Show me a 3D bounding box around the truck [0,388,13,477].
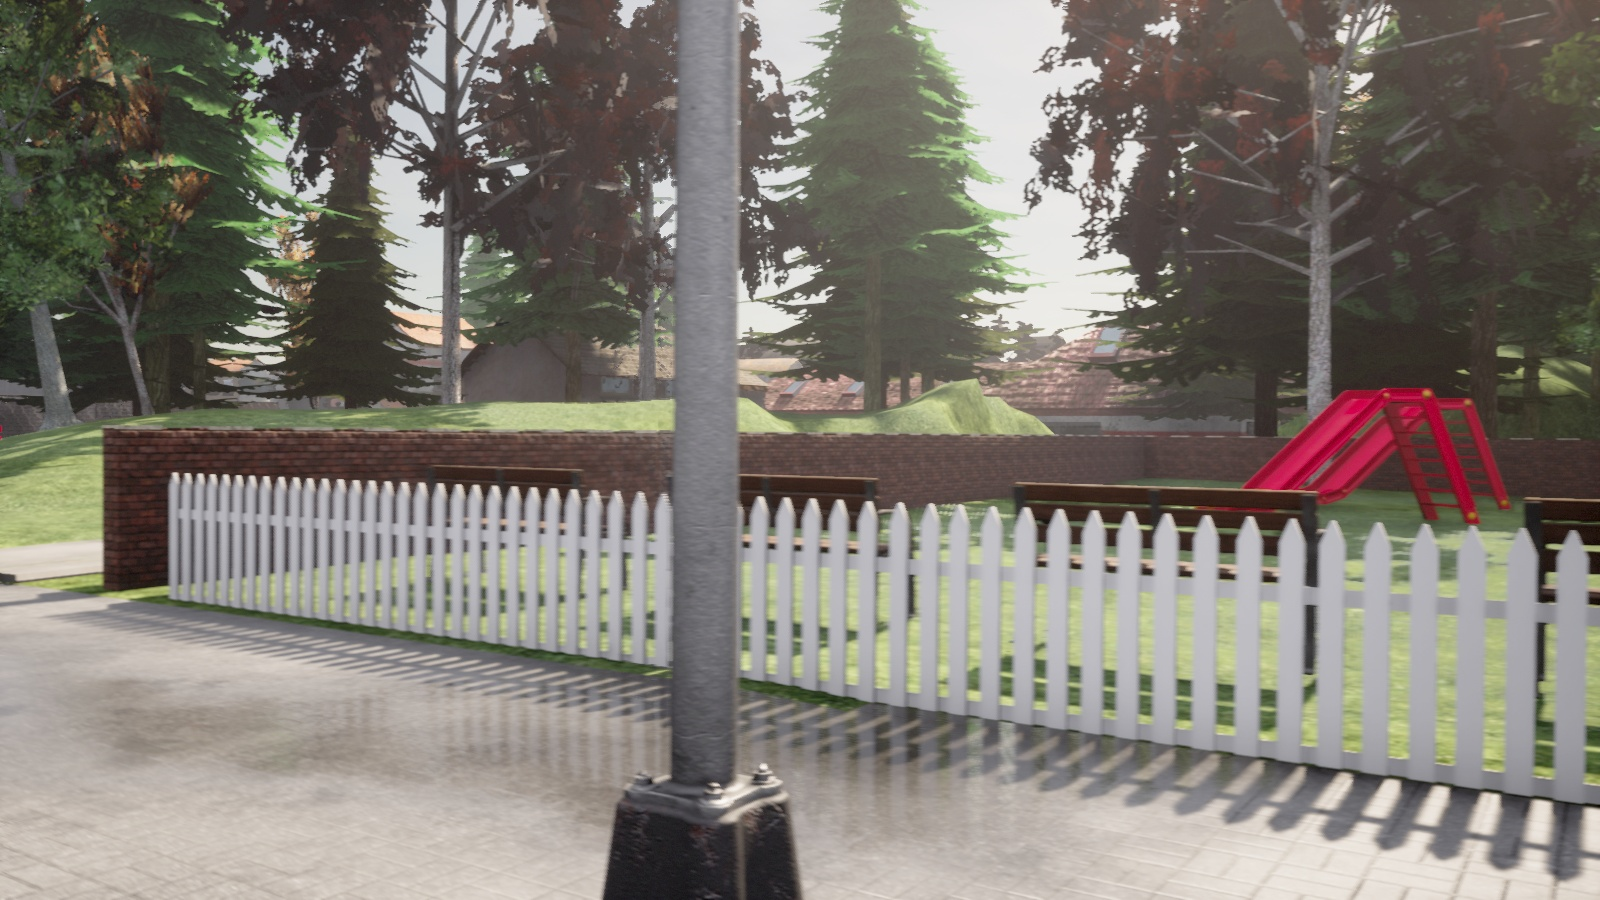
[{"bbox_3d":[-37.713,-0.687,51.726,2.891,3.827,8.468,0,1,34],"label":"truck"}]
